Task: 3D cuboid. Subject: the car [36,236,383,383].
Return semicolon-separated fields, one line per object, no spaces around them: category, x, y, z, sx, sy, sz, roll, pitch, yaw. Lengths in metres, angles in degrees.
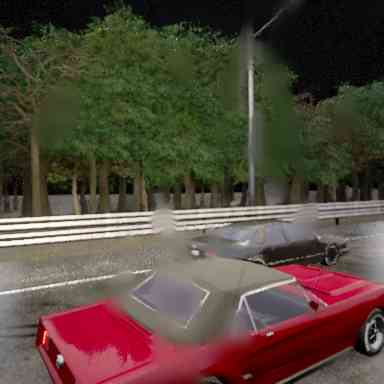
car;0.693;1.576;4.318;4.718;1.301;1.895;-1;0;-34

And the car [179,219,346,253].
car;2.151;1.483;9.387;5.357;1.411;2.033;-1;0;-34
